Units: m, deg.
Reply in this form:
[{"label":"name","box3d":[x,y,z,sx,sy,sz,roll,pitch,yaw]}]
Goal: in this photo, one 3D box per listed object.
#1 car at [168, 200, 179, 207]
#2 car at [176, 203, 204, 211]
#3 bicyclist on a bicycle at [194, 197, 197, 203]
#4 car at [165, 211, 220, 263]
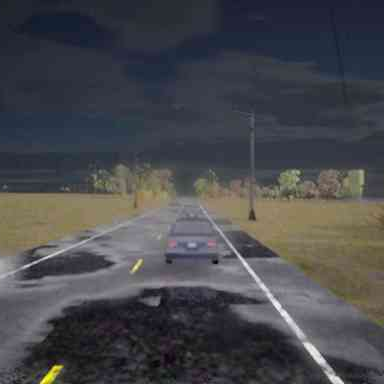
[{"label":"car","box3d":[-3.526,2.229,65.406,1.994,1.385,4.181,0,-1,1]},{"label":"car","box3d":[0.006,1.834,27.532,2.033,1.411,5.357,0,-1,0]},{"label":"bicyclist on a bicycle","box3d":[0.951,2.247,86.749,0.659,1.776,1.843,0,0,0]},{"label":"car","box3d":[0.009,1.680,12.550,2.033,1.411,5.357,0,-1,0]}]
